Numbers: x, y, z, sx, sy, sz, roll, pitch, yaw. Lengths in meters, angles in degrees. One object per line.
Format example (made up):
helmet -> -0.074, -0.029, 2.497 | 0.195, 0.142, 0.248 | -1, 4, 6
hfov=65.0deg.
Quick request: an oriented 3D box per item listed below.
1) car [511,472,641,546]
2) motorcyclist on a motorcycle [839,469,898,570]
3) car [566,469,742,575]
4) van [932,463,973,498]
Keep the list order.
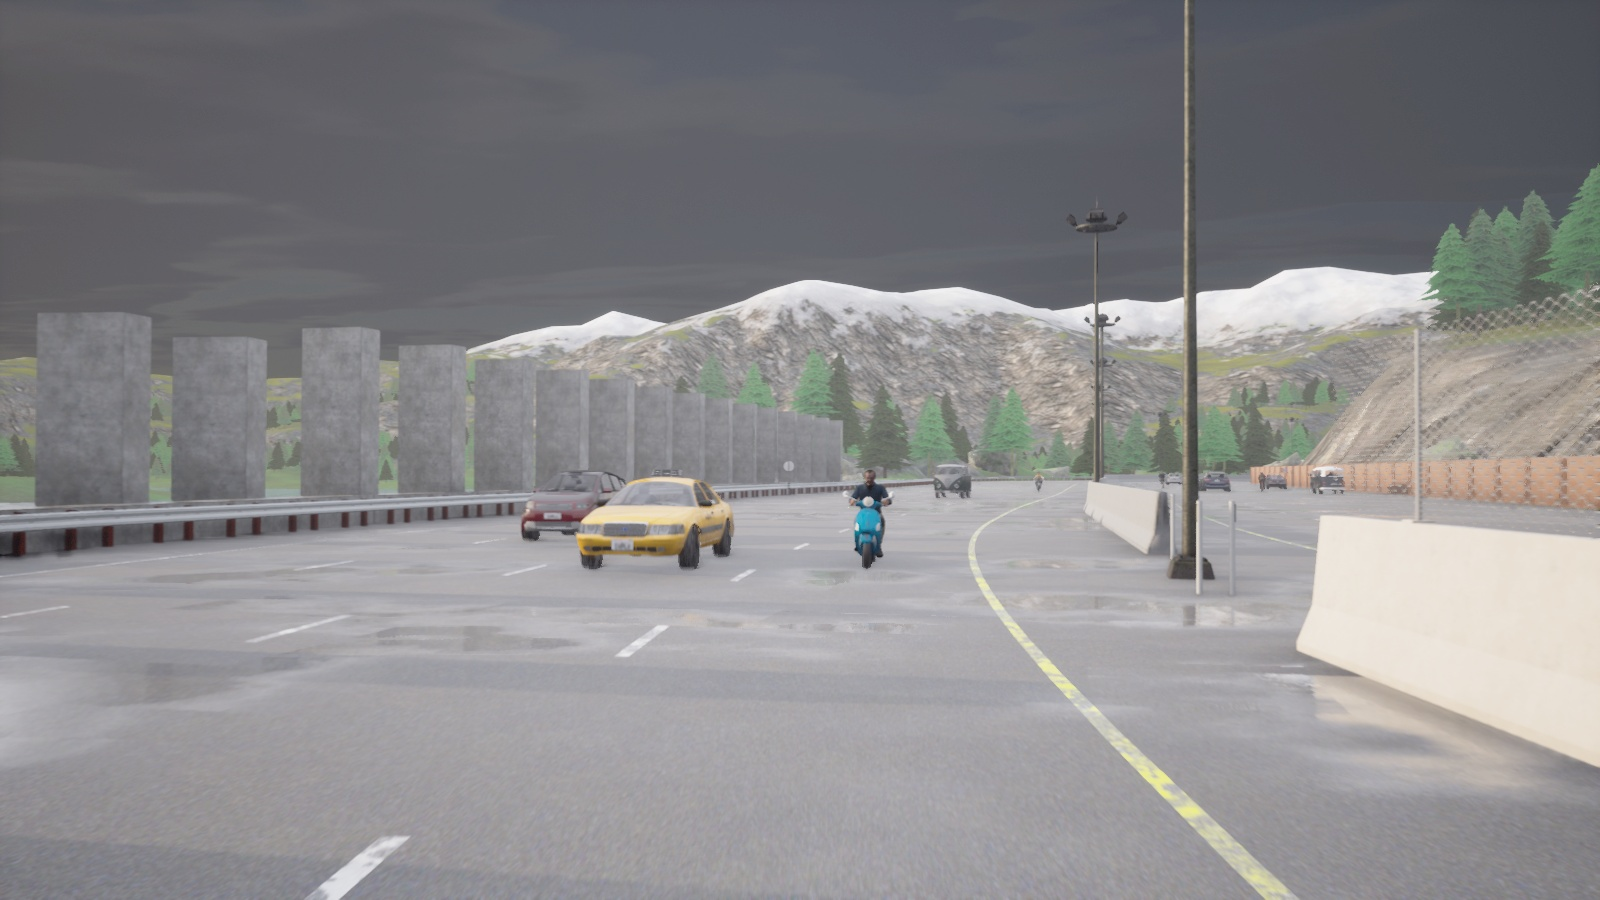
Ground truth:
car -> -4.943, 1.288, 28.242 | 1.789, 1.549, 3.705 | -1, -1, 9
motorcyclist on a motorcycle -> 1.149, 1.110, 20.717 | 0.866, 1.590, 1.817 | 0, -1, 6
car -> -2.310, 1.121, 21.434 | 1.801, 1.575, 5.366 | 0, -1, 7
van -> 8.956, 1.766, 73.649 | 1.775, 1.987, 4.442 | 0, -1, 15
